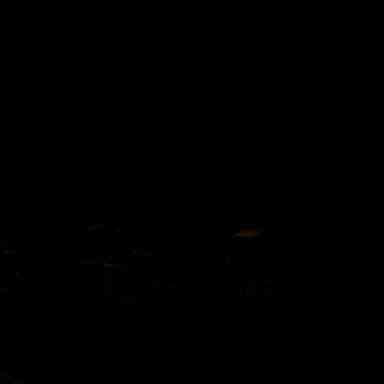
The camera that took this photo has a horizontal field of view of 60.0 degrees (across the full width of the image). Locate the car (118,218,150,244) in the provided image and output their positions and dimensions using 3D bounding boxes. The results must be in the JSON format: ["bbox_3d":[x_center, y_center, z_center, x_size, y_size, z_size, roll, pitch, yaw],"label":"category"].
[{"bbox_3d":[-2.632,2.851,24.618,2.097,1.535,5.008,-4,-2,35],"label":"car"}]

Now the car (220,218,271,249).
[{"bbox_3d":[4.026,2.340,19.645,1.946,1.575,5.366,-4,-2,35],"label":"car"}]

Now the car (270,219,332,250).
[{"bbox_3d":[6.412,2.203,18.212,2.163,1.488,4.792,-4,-2,35],"label":"car"}]

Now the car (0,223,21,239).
[{"bbox_3d":[-18.453,4.077,35.829,2.163,1.488,4.792,-4,-2,35],"label":"car"}]

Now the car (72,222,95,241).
[{"bbox_3d":[-7.150,3.232,27.821,2.002,1.452,4.674,-4,-2,35],"label":"car"}]

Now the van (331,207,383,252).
[{"bbox_3d":[8.570,1.779,16.497,1.878,1.987,4.442,-4,-2,35],"label":"van"}]

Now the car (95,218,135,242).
[{"bbox_3d":[-4.881,2.896,26.249,2.185,1.767,4.553,-4,-2,35],"label":"car"}]

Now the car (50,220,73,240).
[{"bbox_3d":[-9.411,3.362,29.426,2.097,1.535,5.008,-4,-2,35],"label":"car"}]

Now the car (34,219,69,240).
[{"bbox_3d":[-11.667,3.574,31.033,2.002,1.452,4.674,-4,-2,35],"label":"car"}]

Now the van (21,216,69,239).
[{"bbox_3d":[-13.867,3.479,32.746,1.878,1.987,4.442,-4,-2,35],"label":"van"}]

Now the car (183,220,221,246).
[{"bbox_3d":[1.896,2.541,21.424,2.163,1.488,4.792,-4,-2,35],"label":"car"}]

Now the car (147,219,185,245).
[{"bbox_3d":[-0.382,2.683,23.002,2.231,1.521,4.892,-4,-2,35],"label":"car"}]
